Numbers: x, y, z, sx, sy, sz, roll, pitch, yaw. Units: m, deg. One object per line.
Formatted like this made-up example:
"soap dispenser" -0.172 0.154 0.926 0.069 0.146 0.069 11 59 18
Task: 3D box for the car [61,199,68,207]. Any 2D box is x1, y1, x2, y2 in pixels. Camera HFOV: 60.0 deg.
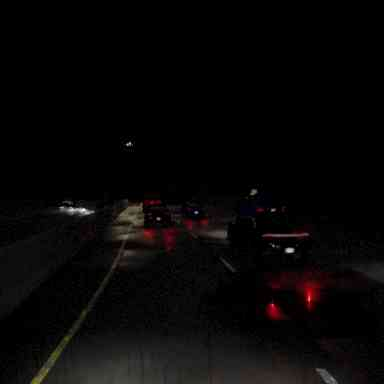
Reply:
"car" -21.832 1.924 58.872 1.812 1.442 4.674 0 -2 -8

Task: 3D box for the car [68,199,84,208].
"car" -17.228 1.801 51.187 1.895 1.301 4.718 0 0 -8

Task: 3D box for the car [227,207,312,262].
"car" 2.600 1.508 12.201 2.128 1.511 4.902 0 0 -6

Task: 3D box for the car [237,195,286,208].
"car" 4.674 1.254 23.294 2.150 2.045 5.566 0 0 -8

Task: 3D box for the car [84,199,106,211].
"car" -12.717 1.686 44.416 1.812 1.442 4.674 0 0 -8

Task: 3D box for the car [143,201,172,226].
"car" -2.502 1.592 23.970 1.812 1.442 4.674 0 0 -8

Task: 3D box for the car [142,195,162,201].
"car" -4.858 1.339 40.294 2.150 2.045 5.566 0 0 -8

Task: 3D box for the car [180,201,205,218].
"car" 0.049 1.597 30.831 1.812 1.442 4.674 0 0 -8
